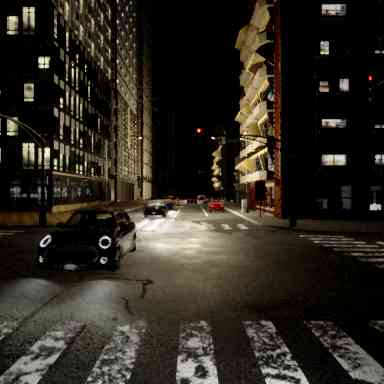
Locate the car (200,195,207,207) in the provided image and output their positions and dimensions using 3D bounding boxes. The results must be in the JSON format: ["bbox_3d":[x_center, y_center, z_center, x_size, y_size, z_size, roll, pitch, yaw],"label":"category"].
[{"bbox_3d":[2.615,1.567,50.134,2.008,1.369,4.403,0,0,0],"label":"car"}]

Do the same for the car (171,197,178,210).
[{"bbox_3d":[-3.151,1.612,42.112,1.895,1.301,4.718,0,0,0],"label":"car"}]

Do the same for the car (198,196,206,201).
[{"bbox_3d":[2.563,1.626,84.025,1.802,1.307,4.206,0,0,0],"label":"car"}]

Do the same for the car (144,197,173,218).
[{"bbox_3d":[-3.143,1.497,29.779,2.128,1.511,4.902,0,0,0],"label":"car"}]

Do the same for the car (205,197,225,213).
[{"bbox_3d":[2.685,1.591,37.216,1.802,1.307,4.206,0,0,0],"label":"car"}]

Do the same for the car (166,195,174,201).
[{"bbox_3d":[-5.827,1.595,89.661,1.887,1.381,4.507,0,0,0],"label":"car"}]

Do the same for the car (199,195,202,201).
[{"bbox_3d":[2.607,1.571,55.782,2.008,1.369,4.403,0,0,0],"label":"car"}]

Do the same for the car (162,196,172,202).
[{"bbox_3d":[-5.809,1.589,78.363,2.008,1.369,4.403,0,0,0],"label":"car"}]

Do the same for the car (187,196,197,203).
[{"bbox_3d":[-0.021,1.594,70.278,1.994,1.385,4.181,0,0,0],"label":"car"}]

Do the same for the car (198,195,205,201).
[{"bbox_3d":[2.554,1.491,89.674,1.967,1.590,4.097,0,0,0],"label":"car"}]

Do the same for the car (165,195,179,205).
[{"bbox_3d":[-3.101,1.497,55.135,1.882,1.535,5.008,0,0,0],"label":"car"}]

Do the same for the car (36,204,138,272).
[{"bbox_3d":[-3.089,1.318,10.692,2.097,1.767,4.553,1,0,0],"label":"car"}]

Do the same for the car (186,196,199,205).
[{"bbox_3d":[0.007,1.528,59.967,1.837,1.490,4.892,0,0,0],"label":"car"}]
